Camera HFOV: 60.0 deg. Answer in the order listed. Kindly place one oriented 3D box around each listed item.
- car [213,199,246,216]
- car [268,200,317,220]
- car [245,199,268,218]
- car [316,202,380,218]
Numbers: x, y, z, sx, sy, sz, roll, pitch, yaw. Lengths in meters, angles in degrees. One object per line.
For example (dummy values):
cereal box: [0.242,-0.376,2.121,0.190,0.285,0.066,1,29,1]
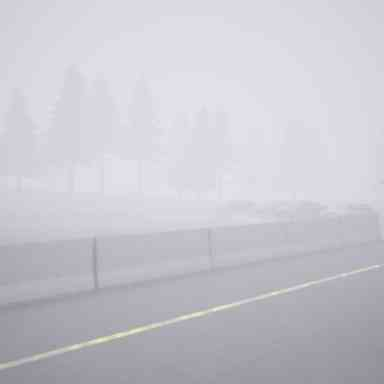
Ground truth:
car: [4.316,1.444,32.181,4.902,1.511,2.128,0,0,-32]
car: [8.826,1.425,26.744,5.008,1.535,1.882,0,0,-31]
car: [7.423,1.472,29.989,4.674,1.442,1.812,0,0,-31]
car: [11.639,1.545,24.358,4.718,1.301,1.895,0,0,-31]
